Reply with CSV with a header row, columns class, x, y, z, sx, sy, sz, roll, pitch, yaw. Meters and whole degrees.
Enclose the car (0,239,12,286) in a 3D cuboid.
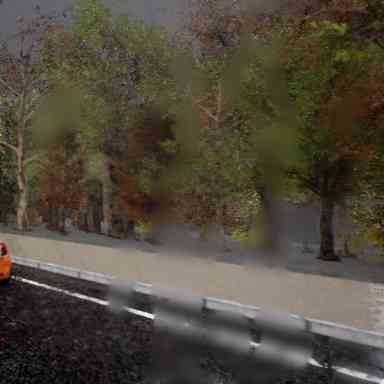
class,x,y,z,sx,sy,sz,roll,pitch,yaw
car,-6.542,1.418,8.348,4.553,1.767,2.097,-1,0,35
